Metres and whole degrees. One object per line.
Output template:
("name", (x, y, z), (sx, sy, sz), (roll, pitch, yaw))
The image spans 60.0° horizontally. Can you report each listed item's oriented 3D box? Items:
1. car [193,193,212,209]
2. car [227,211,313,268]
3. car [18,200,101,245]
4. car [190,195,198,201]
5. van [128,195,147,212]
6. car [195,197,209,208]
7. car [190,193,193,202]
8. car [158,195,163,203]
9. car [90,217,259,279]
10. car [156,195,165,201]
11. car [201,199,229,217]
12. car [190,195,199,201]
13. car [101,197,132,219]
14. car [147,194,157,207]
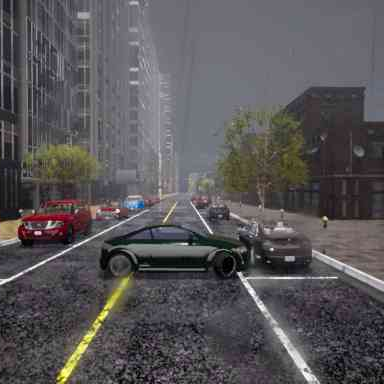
("car", (1.595, 1.301, 44.285), (2.192, 1.841, 5.009), (-1, 0, -1))
("car", (2.564, 1.548, 11.092), (2.008, 1.369, 4.403), (-1, 0, -1))
("car", (-6.170, 1.310, 15.689), (2.192, 1.841, 5.009), (-1, 0, -1))
("car", (0.486, 1.551, 88.547), (1.802, 1.307, 4.206), (-1, 0, -1))
("van", (-6.643, 1.329, 38.551), (1.690, 1.788, 3.998), (-1, 0, -1))
("car", (1.456, 1.509, 49.988), (1.752, 1.417, 4.829), (-1, 0, -1))
("car", (0.899, 1.290, 71.949), (2.192, 1.841, 5.009), (-1, 0, -1))
("car", (-7.336, 1.522, 66.216), (1.887, 1.381, 4.507), (-1, 0, -1))
("car", (-0.455, 1.557, 9.490), (4.181, 1.385, 1.994), (0, 0, -1))
("car", (-7.750, 1.496, 82.645), (1.752, 1.417, 4.829), (-1, 0, -1))
("car", (2.047, 1.543, 26.952), (2.008, 1.369, 4.403), (-1, 0, -1))
("car", (0.625, 1.537, 83.014), (1.947, 1.339, 4.313), (-1, 0, -1))
("car", (-6.356, 1.432, 26.757), (1.967, 1.590, 4.097), (-1, 0, -1))
("car", (-6.921, 1.299, 49.617), (2.192, 1.841, 5.009), (-1, 0, -1))
